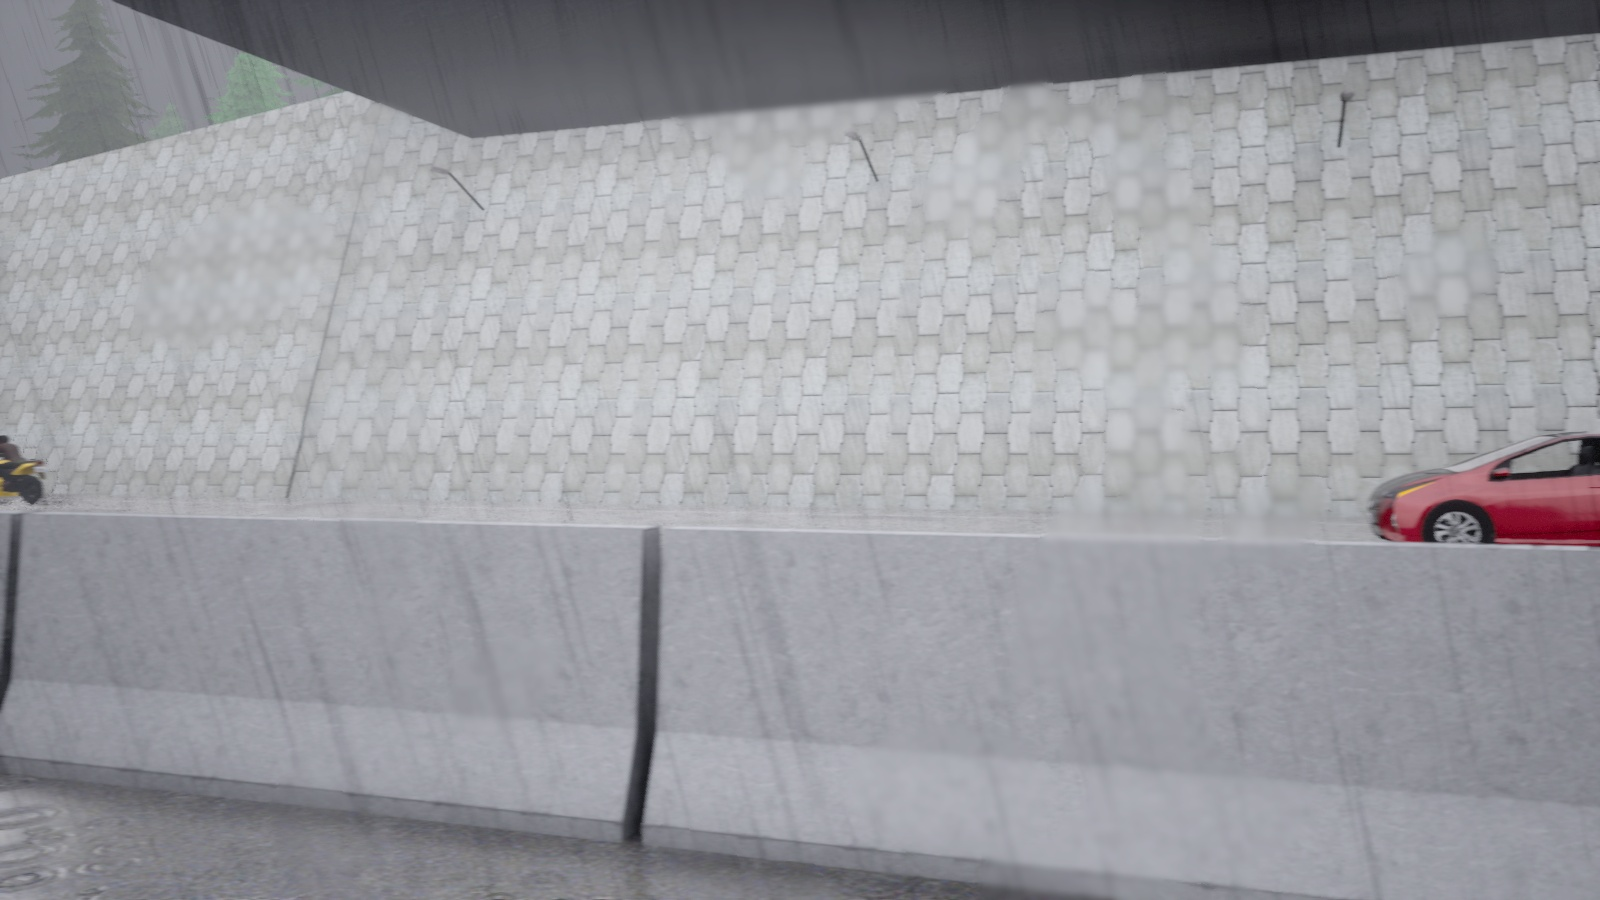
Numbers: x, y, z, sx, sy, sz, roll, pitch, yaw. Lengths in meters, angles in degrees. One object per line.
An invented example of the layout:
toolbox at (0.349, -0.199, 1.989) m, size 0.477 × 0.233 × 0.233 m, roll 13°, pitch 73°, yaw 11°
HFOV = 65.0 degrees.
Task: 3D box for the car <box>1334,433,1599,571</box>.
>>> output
car at (8.900, 0.567, 14.969) m, size 4.514 × 1.525 × 2.007 m, roll 1°, pitch 1°, yaw 19°

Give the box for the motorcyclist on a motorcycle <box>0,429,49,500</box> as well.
motorcyclist on a motorcycle at (-17.639, 0.300, 27.606) m, size 2.044 × 1.523 × 0.797 m, roll 1°, pitch 1°, yaw 19°
